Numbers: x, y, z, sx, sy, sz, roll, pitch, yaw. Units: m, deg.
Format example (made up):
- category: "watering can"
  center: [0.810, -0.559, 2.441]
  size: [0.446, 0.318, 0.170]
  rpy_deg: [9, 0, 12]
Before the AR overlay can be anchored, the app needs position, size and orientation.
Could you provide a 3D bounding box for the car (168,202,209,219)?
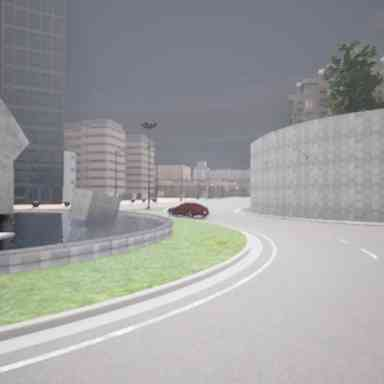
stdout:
- category: "car"
  center: [-0.377, 1.722, 31.970]
  size: [1.812, 1.442, 4.674]
  rpy_deg: [1, -1, -42]
